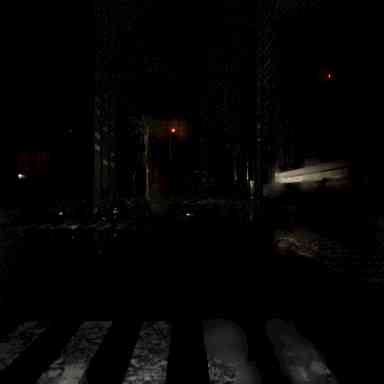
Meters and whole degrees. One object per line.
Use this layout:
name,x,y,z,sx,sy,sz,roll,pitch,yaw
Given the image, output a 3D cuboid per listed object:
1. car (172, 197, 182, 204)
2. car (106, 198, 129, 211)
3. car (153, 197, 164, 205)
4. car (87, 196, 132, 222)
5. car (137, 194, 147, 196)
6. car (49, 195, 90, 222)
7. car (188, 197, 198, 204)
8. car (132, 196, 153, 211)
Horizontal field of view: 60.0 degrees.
car,-3.075,1.789,69.914,1.994,1.385,4.181,0,0,0
car,-9.796,1.590,43.954,1.882,1.535,5.008,0,0,0
car,-6.445,1.670,62.577,1.882,1.535,5.008,0,-1,0
car,-6.570,1.410,27.118,2.097,1.767,4.553,0,0,0
car,-9.683,1.408,63.741,2.150,2.045,5.566,0,0,0
car,-9.818,1.280,27.671,2.150,2.045,5.566,0,0,0
car,0.175,1.790,69.936,1.994,1.385,4.181,0,0,0
car,-6.551,1.583,42.286,1.882,1.535,5.008,0,0,0
